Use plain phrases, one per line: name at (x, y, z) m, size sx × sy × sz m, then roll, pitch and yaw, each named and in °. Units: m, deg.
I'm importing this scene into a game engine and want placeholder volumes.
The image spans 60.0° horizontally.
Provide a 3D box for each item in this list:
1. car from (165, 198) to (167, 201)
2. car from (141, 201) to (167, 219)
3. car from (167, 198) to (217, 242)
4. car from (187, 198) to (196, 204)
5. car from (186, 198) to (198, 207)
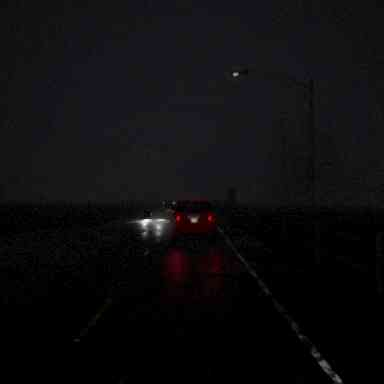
car at (-3.579, 1.757, 53.377) m, size 2.097 × 1.767 × 4.553 m, roll 0°, pitch 0°, yaw 0°
car at (-3.611, 1.808, 31.878) m, size 1.994 × 1.385 × 4.181 m, roll 0°, pitch 0°, yaw 0°
car at (0.093, 1.354, 17.268) m, size 2.150 × 2.045 × 5.566 m, roll 0°, pitch 0°, yaw 0°
car at (-0.035, 1.976, 72.598) m, size 1.895 × 1.301 × 4.718 m, roll 0°, pitch 0°, yaw 0°
car at (-0.030, 1.963, 62.146) m, size 2.128 × 1.511 × 4.902 m, roll 0°, pitch 0°, yaw 0°
